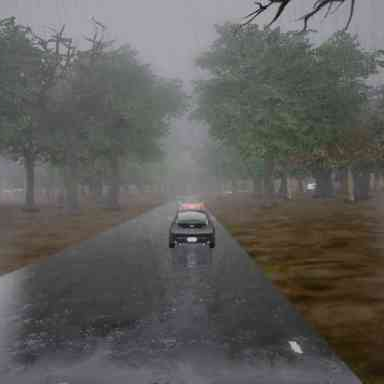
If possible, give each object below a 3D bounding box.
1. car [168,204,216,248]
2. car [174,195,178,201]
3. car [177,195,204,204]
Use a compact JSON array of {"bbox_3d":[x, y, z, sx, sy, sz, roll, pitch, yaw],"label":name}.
[{"bbox_3d":[0.000,1.504,14.662,1.837,1.490,4.892,0,0,0],"label":"car"},{"bbox_3d":[-2.999,1.345,75.990,1.994,1.385,4.181,0,0,0],"label":"car"},{"bbox_3d":[0.001,1.335,29.643,2.097,1.767,4.553,0,0,0],"label":"car"}]
